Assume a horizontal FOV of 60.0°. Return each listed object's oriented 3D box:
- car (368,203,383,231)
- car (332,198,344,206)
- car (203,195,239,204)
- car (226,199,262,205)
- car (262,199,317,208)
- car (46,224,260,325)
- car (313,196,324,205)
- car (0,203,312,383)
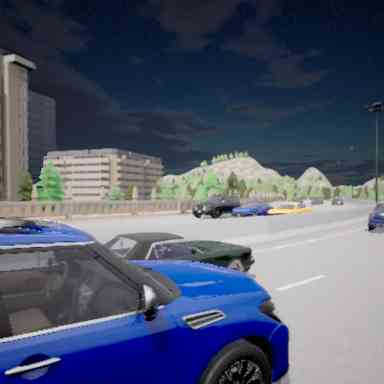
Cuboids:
[{"bbox_3d":[12.443,1.423,20.412,2.097,1.767,4.553,0,0,42],"label":"car"},{"bbox_3d":[26.979,1.779,61.499,2.128,1.511,4.902,0,0,20],"label":"car"},{"bbox_3d":[2.417,1.326,30.389,2.150,2.045,5.566,0,0,40],"label":"car"},{"bbox_3d":[5.326,1.577,28.476,1.882,1.535,5.008,0,0,40],"label":"car"},{"bbox_3d":[7.647,1.567,25.827,1.882,1.535,5.008,0,0,40],"label":"car"},{"bbox_3d":[-0.691,1.615,7.838,4.718,1.301,1.895,0,0,-38],"label":"car"},{"bbox_3d":[24.524,1.661,65.030,2.097,1.767,4.553,0,0,19],"label":"car"},{"bbox_3d":[-1.622,1.225,2.730,5.566,2.045,2.150,0,0,-36],"label":"car"}]
